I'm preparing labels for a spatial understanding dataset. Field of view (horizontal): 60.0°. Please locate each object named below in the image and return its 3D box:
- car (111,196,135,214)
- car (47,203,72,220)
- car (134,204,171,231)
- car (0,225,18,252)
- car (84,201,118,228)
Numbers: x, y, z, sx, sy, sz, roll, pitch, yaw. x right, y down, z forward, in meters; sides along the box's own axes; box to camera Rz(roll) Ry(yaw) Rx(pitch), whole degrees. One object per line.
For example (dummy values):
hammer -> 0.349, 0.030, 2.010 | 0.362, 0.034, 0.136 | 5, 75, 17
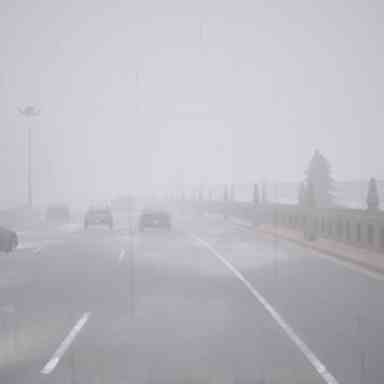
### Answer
car -> -8.393, 1.492, 40.243 | 2.150, 2.045, 5.566 | 0, 0, -23
car -> -12.435, 1.733, 31.232 | 1.882, 1.535, 5.008 | 0, 0, -18
car -> -2.564, 1.612, 21.807 | 1.882, 1.535, 5.008 | 0, 0, -12
car -> -7.884, 1.672, 11.797 | 1.994, 1.385, 4.181 | 0, 0, -7
car -> -6.508, 1.660, 23.432 | 2.128, 1.511, 4.902 | 0, 0, -14
